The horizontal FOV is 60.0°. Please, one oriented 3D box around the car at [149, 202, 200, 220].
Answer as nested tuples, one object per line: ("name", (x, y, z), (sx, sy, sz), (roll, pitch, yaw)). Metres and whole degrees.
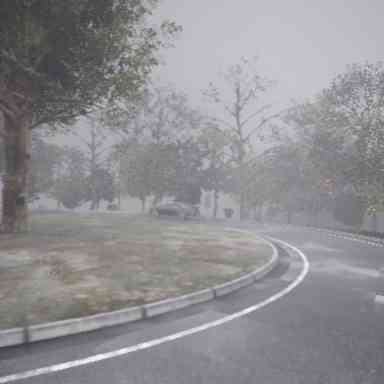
("car", (-1.626, 1.626, 29.945), (4.902, 1.511, 2.128), (2, -1, 30))
